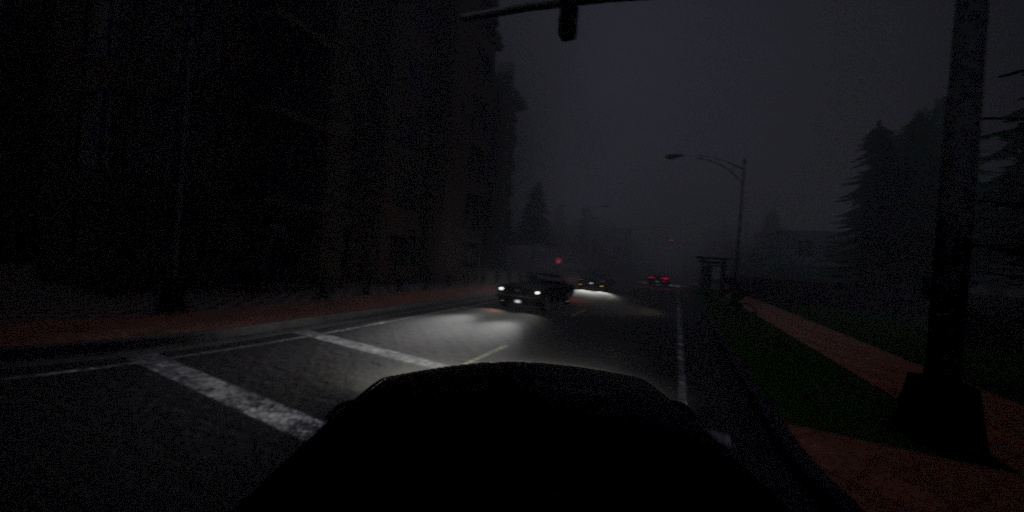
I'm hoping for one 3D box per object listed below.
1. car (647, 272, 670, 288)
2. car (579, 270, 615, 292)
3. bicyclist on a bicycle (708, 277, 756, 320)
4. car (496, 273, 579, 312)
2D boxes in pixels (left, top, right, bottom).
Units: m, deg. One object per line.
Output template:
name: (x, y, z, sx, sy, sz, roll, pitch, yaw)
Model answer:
car: (14.779, 2.303, 36.021, 1.812, 1.442, 4.674, 4, 0, 25)
car: (6.180, 1.714, 25.942, 1.994, 1.385, 4.181, 4, 0, 25)
bicyclist on a bicycle: (8.721, 1.677, 14.203, 1.656, 1.620, 0.582, 5, 1, 25)
car: (1.137, 1.397, 14.981, 1.895, 1.301, 4.718, 4, 0, 25)
